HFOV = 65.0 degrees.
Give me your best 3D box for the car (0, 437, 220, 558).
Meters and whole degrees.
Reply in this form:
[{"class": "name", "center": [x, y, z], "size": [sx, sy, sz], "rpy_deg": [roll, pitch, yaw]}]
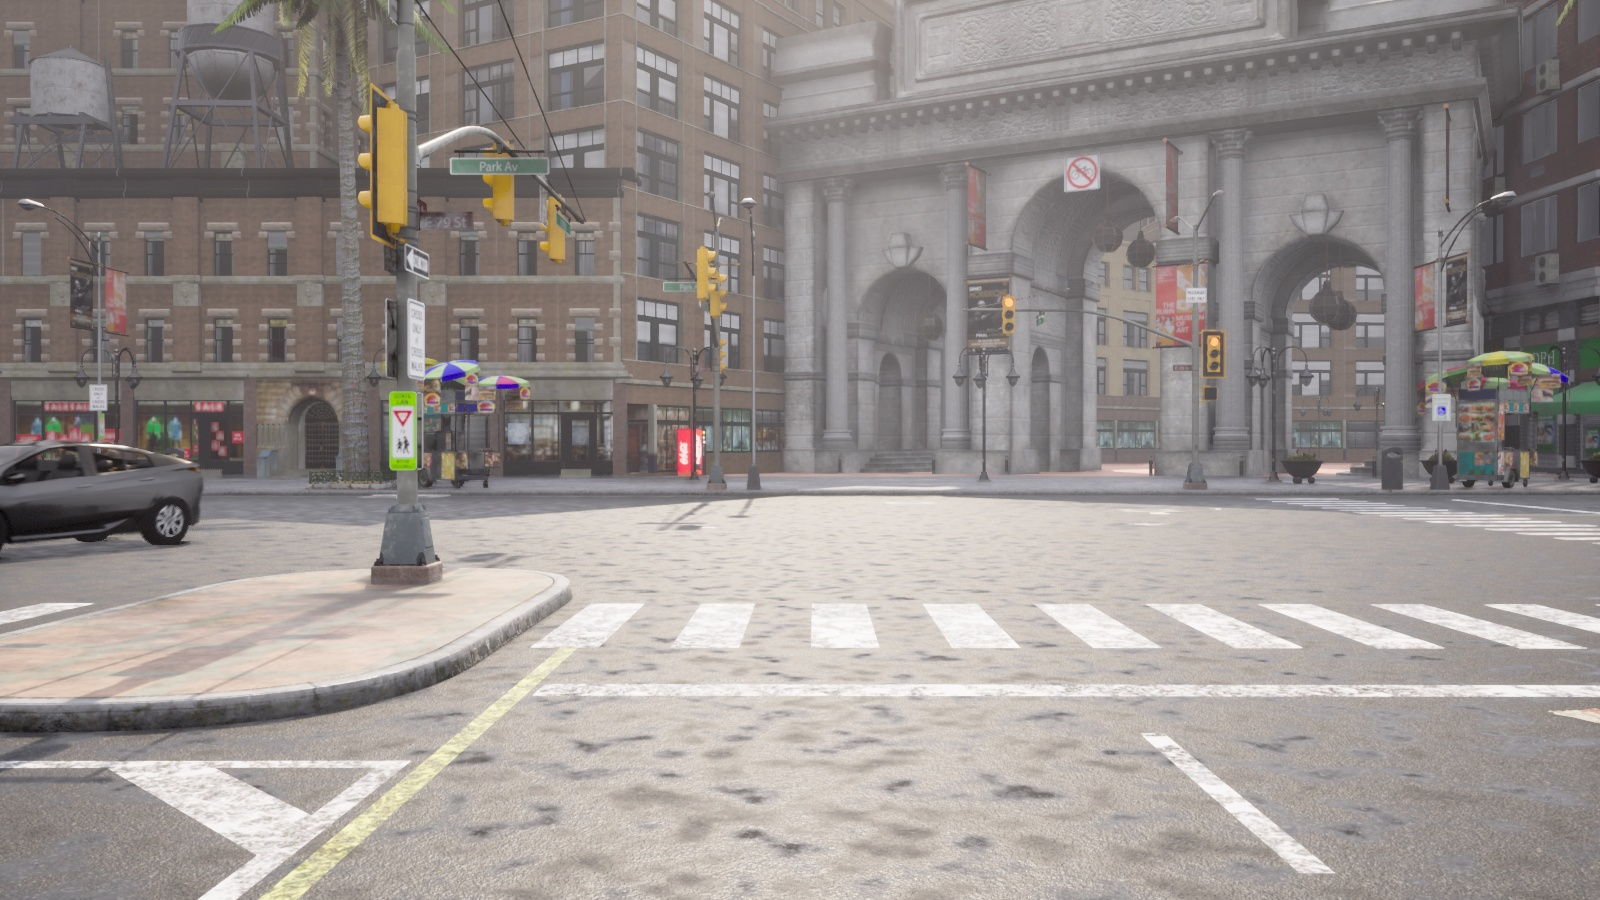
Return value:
[{"class": "car", "center": [-10.529, 0.588, 17.221], "size": [2.007, 1.525, 4.514], "rpy_deg": [0, 0, 22]}]
